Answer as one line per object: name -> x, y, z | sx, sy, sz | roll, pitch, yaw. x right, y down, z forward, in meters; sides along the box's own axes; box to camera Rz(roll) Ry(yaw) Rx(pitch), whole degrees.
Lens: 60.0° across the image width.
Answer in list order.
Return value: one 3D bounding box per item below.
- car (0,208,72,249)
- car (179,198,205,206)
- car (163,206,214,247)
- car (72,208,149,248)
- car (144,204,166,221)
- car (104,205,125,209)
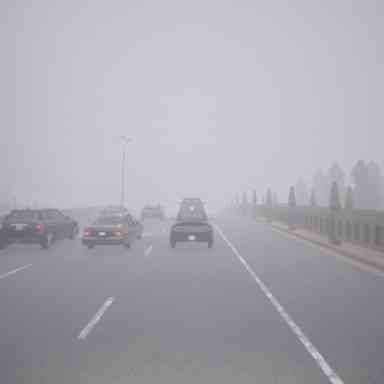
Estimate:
car -> -7.007, 1.510, 15.596 | 2.097, 1.767, 4.553 | 0, -1, 0
car -> -0.019, 1.532, 30.641 | 2.150, 2.045, 5.566 | 0, 0, 0
car -> -0.006, 1.655, 15.781 | 2.128, 1.511, 4.902 | 0, 0, 0
car -> -3.509, 1.707, 15.511 | 2.033, 1.411, 5.357 | 0, -1, 0
car -> -3.515, 1.810, 30.882 | 2.128, 1.511, 4.902 | 0, -1, 0
car -> -7.019, 1.862, 30.608 | 2.033, 1.411, 5.357 | 0, -1, 0
